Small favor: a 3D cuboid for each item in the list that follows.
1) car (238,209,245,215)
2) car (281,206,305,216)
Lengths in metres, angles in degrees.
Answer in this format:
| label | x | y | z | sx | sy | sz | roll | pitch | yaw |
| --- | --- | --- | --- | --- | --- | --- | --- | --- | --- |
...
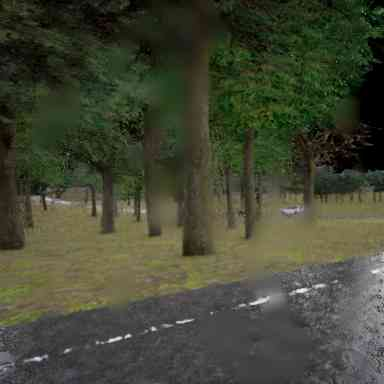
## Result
| label | x | y | z | sx | sy | sz | roll | pitch | yaw |
| --- | --- | --- | --- | --- | --- | --- | --- | --- | --- |
| car | 13.375 | 4.821 | 81.540 | 1.812 | 1.442 | 4.674 | -1 | -2 | -34 |
| car | 21.203 | 3.921 | 69.789 | 2.150 | 2.045 | 5.566 | -1 | -2 | -34 |
